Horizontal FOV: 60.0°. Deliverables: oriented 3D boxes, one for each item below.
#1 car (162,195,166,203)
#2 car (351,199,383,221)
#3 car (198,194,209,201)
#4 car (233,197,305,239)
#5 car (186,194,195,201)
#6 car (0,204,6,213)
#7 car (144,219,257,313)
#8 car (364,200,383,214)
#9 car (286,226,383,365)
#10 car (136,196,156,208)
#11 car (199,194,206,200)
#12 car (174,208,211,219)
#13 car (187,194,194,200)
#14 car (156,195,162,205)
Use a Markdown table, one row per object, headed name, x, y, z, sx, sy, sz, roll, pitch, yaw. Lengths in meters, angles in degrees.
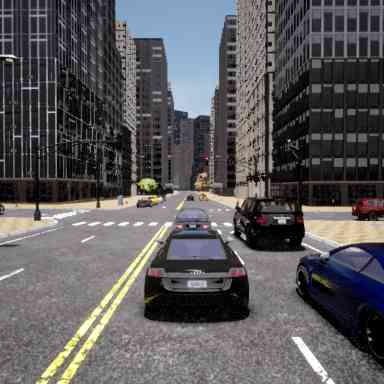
| name | x | y | z | sx | sy | sz | roll | pitch | yaw |
| --- | --- | --- | --- | --- | --- | --- | --- | --- | --- |
| car | -6.842 | 1.469 | 66.544 | 1.812 | 1.442 | 4.674 | 0 | 0 | 0 |
| car | 16.071 | 1.520 | 27.913 | 5.009 | 1.841 | 2.192 | 1 | 0 | 1 |
| car | 2.882 | 1.396 | 78.641 | 1.882 | 1.535 | 5.008 | 0 | 0 | 0 |
| car | 3.304 | 1.213 | 15.224 | 2.150 | 2.045 | 5.566 | 0 | 0 | -2 |
| car | -0.373 | 1.426 | 79.402 | 1.837 | 1.490 | 4.892 | 0 | 0 | 0 |
| car | -19.948 | 1.345 | 30.927 | 4.892 | 1.490 | 1.837 | 1 | 1 | 1 |
| car | 0.066 | 1.560 | 7.772 | 1.994 | 1.385 | 4.181 | 0 | 0 | -1 |
| car | 21.641 | 1.643 | 36.226 | 4.829 | 1.417 | 1.752 | 1 | 0 | 1 |
| car | 3.333 | 1.561 | 5.803 | 1.994 | 1.385 | 4.181 | 0 | 0 | -1 |
| car | -6.816 | 1.529 | 48.167 | 1.994 | 1.385 | 4.181 | 0 | 0 | 0 |
| car | 2.832 | 1.242 | 89.058 | 1.837 | 1.490 | 4.892 | 0 | 0 | 0 |
| car | 0.021 | 1.538 | 16.994 | 2.033 | 1.411 | 5.357 | 0 | 0 | 0 |
| car | -0.420 | 1.387 | 89.461 | 1.882 | 1.535 | 5.008 | 0 | 0 | 0 |
| car | -6.850 | 1.433 | 57.096 | 1.882 | 1.535 | 5.008 | 0 | 0 | 0 |
